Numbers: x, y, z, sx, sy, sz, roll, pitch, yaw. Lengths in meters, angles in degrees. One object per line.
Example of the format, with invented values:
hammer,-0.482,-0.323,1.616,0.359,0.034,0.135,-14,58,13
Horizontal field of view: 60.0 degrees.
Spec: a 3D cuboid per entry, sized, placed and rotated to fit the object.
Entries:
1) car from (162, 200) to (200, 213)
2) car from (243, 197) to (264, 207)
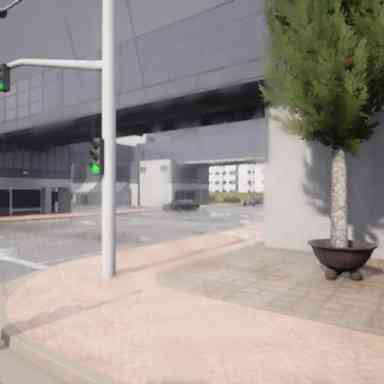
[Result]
car,-1.173,1.548,36.445,1.895,1.301,4.718,0,0,36
car,9.555,1.479,51.143,2.128,1.511,4.902,0,0,36
